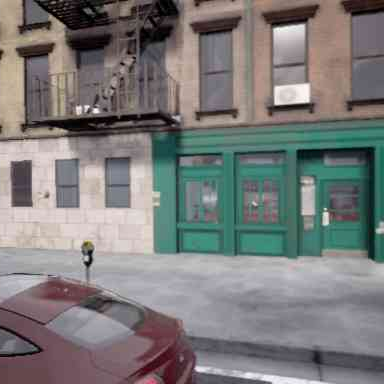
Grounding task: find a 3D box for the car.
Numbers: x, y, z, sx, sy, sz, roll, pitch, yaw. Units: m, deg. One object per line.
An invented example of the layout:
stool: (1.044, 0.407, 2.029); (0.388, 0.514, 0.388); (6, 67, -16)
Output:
car: (-2.059, 1.547, 3.369); (4.206, 1.307, 1.802); (0, 1, 15)
